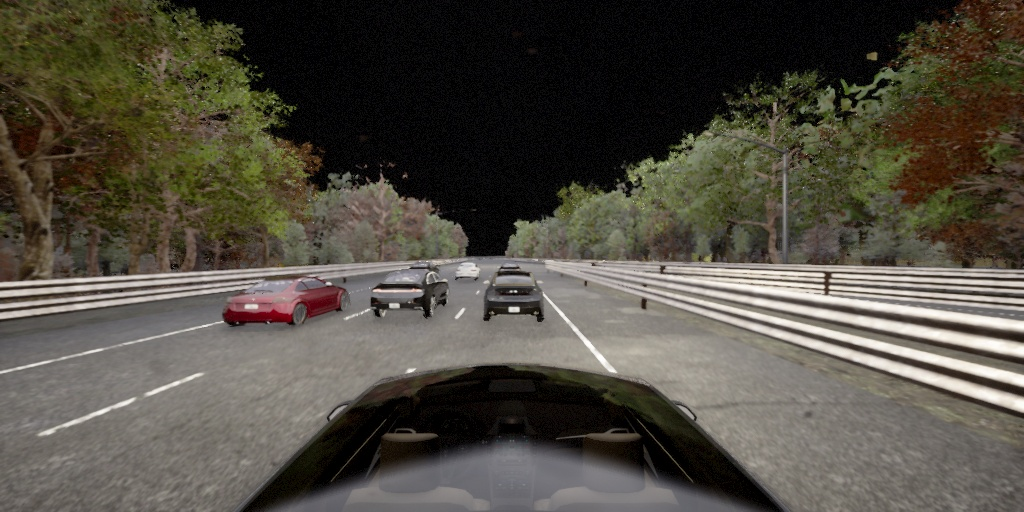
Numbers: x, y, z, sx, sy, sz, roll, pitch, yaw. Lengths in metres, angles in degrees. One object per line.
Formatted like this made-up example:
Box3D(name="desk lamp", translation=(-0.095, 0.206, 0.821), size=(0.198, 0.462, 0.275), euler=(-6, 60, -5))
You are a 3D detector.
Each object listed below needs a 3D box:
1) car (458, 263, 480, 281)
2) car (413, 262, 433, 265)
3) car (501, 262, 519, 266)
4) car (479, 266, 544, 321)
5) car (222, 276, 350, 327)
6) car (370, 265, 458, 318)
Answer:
Box3D(name="car", translation=(-3.703, 1.283, 30.581), size=(1.812, 1.442, 4.674), euler=(0, 0, -1))
Box3D(name="car", translation=(-7.183, 1.249, 29.519), size=(2.128, 1.511, 4.902), euler=(0, 0, -1))
Box3D(name="car", translation=(-0.180, 1.246, 29.405), size=(2.128, 1.511, 4.902), euler=(0, 0, -1))
Box3D(name="car", translation=(0.044, 1.254, 12.467), size=(1.837, 1.490, 4.892), euler=(0, 0, 0))
Box3D(name="car", translation=(-6.951, 1.315, 11.553), size=(1.994, 1.385, 4.181), euler=(0, 0, 0))
Box3D(name="car", translation=(-3.459, 1.242, 12.923), size=(2.128, 1.511, 4.902), euler=(0, 0, 0))
